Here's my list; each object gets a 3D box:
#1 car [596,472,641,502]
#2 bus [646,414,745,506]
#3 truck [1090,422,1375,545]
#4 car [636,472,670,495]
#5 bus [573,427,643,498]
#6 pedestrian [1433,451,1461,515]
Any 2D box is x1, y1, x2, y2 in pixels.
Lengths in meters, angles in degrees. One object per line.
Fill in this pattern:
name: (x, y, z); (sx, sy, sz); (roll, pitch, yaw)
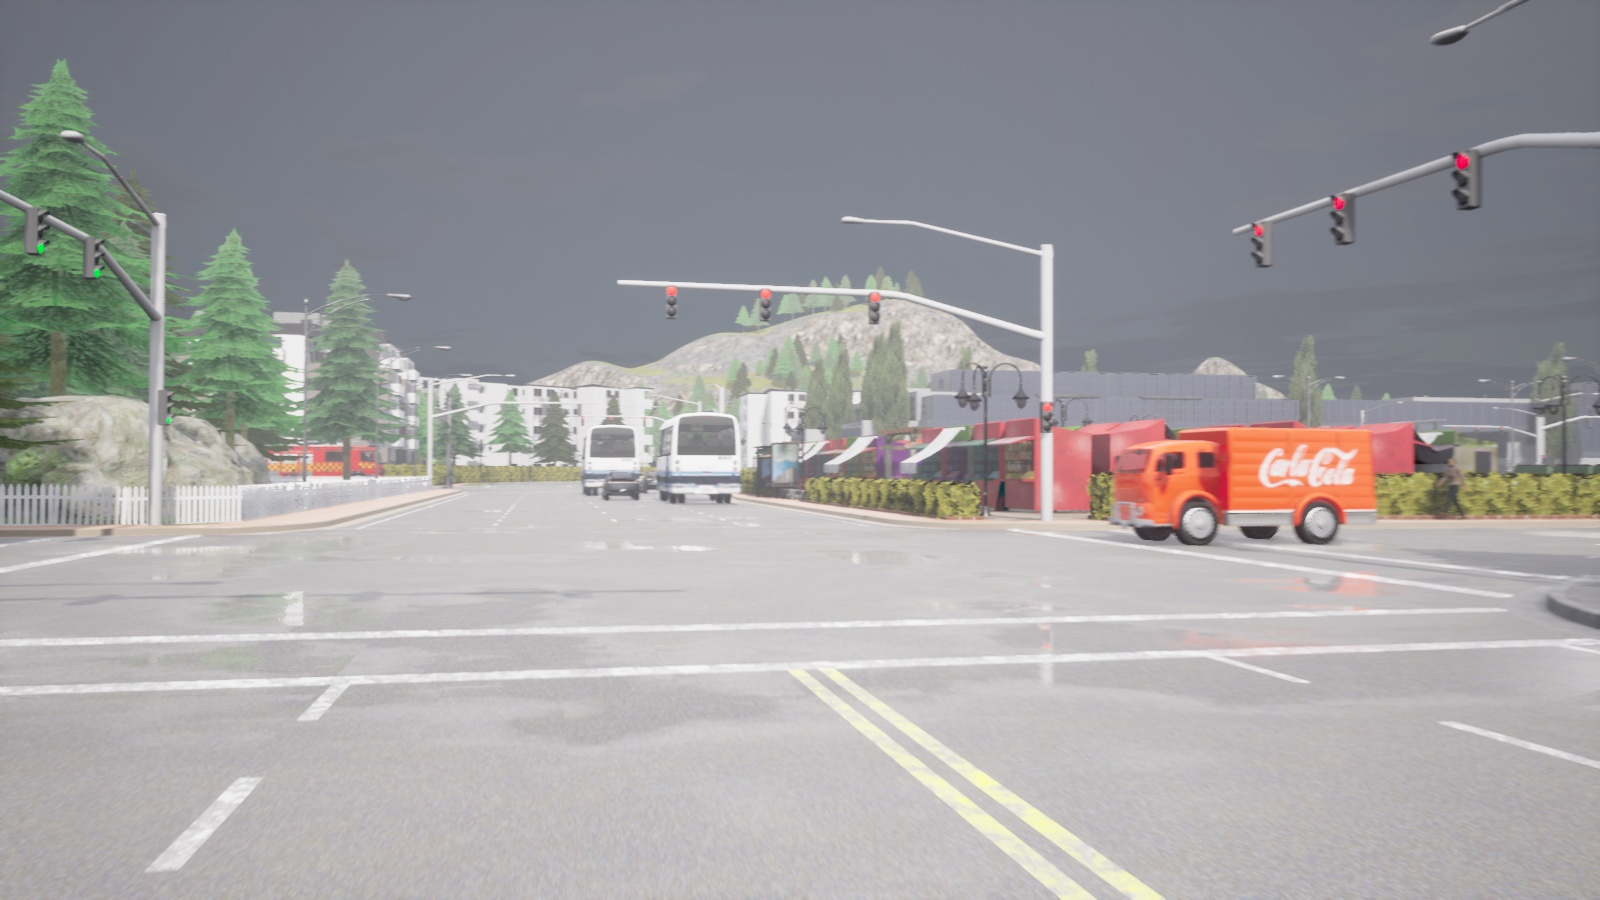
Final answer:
car: (-9.731, 1.948, 67.078); (2.128, 1.511, 4.902); (0, -1, -11)
bus: (-5.442, 0.531, 63.236); (3.944, 4.253, 10.273); (0, -1, -11)
truck: (9.262, 0.694, 27.154); (5.204, 2.467, 2.627); (0, -1, -12)
car: (-10.232, 2.280, 87.145); (2.007, 1.525, 4.514); (0, -1, -11)
bus: (-12.426, 0.851, 80.355); (3.944, 4.253, 10.273); (0, -1, -11)
pedestrian: (18.743, 0.947, 36.375); (0.634, 1.846, 0.331); (0, -1, -13)
